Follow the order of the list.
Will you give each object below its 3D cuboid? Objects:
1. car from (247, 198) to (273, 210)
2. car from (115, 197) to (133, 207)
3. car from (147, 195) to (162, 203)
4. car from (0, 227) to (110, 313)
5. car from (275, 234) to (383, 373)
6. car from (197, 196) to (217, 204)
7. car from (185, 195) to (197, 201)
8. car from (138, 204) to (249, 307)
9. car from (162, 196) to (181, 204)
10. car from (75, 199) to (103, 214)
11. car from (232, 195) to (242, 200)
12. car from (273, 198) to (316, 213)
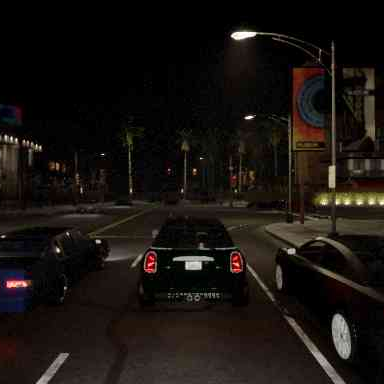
[{"bbox_3d":[9.298,1.493,40.853,4.902,1.511,2.128,0,0,14],"label":"car"},{"bbox_3d":[-10.551,1.547,52.292,2.033,1.411,5.357,0,0,2],"label":"car"},{"bbox_3d":[-7.367,1.500,67.841,1.837,1.490,4.892,0,1,21],"label":"car"},{"bbox_3d":[-3.469,1.547,7.934,2.033,1.411,5.357,0,0,0],"label":"car"},{"bbox_3d":[2.880,1.480,5.816,2.097,1.535,5.008,0,0,-1],"label":"car"},{"bbox_3d":[3.362,1.505,65.673,1.837,1.490,4.892,-1,0,24],"label":"car"},{"bbox_3d":[0.538,1.540,81.058,2.033,1.411,5.357,0,0,40],"label":"car"},{"bbox_3d":[0.032,1.352,8.153,2.097,1.767,4.553,0,0,0],"label":"car"},{"bbox_3d":[-3.161,1.478,56.040,1.882,1.535,5.008,-1,0,7],"label":"car"},{"bbox_3d":[-10.727,1.526,34.941,1.812,1.442,4.674,0,0,0],"label":"car"},{"bbox_3d":[12.614,1.499,91.275,4.892,1.490,1.837,0,0,-32],"label":"car"},{"bbox_3d":[11.506,1.564,36.752,4.181,1.385,1.994,0,0,4],"label":"car"}]
